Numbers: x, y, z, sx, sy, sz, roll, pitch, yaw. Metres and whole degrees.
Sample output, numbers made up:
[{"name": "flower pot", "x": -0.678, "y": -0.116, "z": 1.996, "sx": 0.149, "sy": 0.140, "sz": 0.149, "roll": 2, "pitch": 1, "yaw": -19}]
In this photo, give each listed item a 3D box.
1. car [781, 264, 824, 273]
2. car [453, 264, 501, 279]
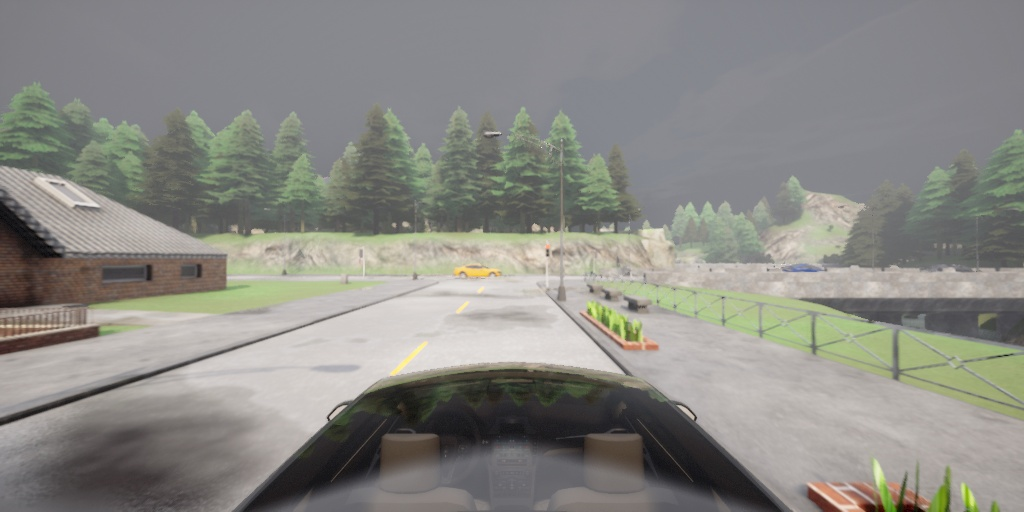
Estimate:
[{"name": "car", "x": 31.028, "y": 1.585, "z": 37.739, "sx": 5.008, "sy": 1.535, "sz": 1.882, "roll": 1, "pitch": -1, "yaw": 0}, {"name": "car", "x": -3.612, "y": 1.587, "z": 37.762, "sx": 5.008, "sy": 1.535, "sz": 1.882, "roll": 1, "pitch": -1, "yaw": 0}]
